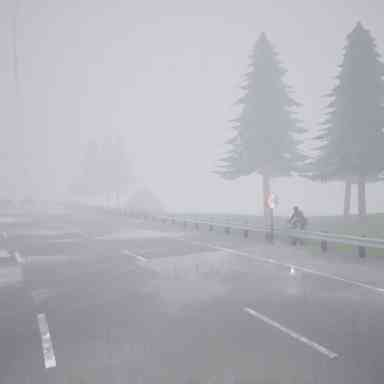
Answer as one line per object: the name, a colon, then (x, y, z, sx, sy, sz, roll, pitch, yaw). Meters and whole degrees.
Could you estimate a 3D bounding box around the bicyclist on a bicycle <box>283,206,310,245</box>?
bicyclist on a bicycle: (4.422, 1.434, 13.959, 1.656, 1.620, 0.582, 7, -3, -31)

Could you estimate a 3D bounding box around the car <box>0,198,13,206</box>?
car: (-29.644, 1.601, 52.749, 1.895, 1.301, 4.718, 0, 0, -32)

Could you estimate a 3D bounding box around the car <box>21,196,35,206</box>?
car: (-28.081, 1.505, 56.867, 1.837, 1.490, 4.892, 0, 0, -32)
